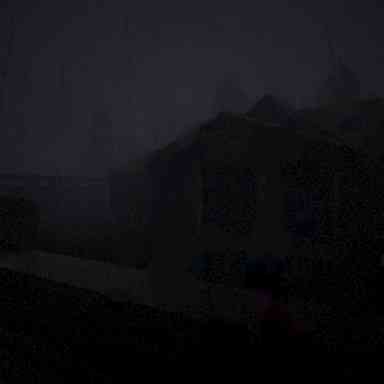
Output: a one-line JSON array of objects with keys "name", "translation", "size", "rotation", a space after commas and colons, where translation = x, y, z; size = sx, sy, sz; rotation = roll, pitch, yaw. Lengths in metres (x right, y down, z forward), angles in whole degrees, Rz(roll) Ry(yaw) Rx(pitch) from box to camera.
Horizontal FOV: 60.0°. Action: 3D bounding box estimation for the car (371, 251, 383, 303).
[{"name": "car", "translation": [5.025, 1.177, 6.970], "size": [1.905, 1.878, 3.866], "rotation": [0, 0, 35]}]
